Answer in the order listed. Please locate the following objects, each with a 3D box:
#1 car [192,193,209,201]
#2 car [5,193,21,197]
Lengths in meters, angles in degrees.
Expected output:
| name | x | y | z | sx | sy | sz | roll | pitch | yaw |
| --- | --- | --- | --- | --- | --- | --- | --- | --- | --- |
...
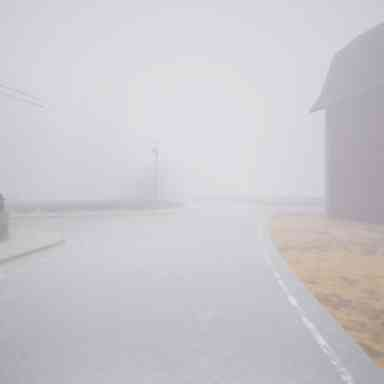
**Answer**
| name | x | y | z | sx | sy | sz | roll | pitch | yaw |
| --- | --- | --- | --- | --- | --- | --- | --- | --- | --- |
| car | 1.591 | 0.981 | 63.407 | 2.033 | 1.411 | 5.357 | 0 | 1 | -18 |
| car | -29.911 | 0.955 | 55.679 | 2.242 | 1.667 | 4.611 | 0 | 1 | -18 |
